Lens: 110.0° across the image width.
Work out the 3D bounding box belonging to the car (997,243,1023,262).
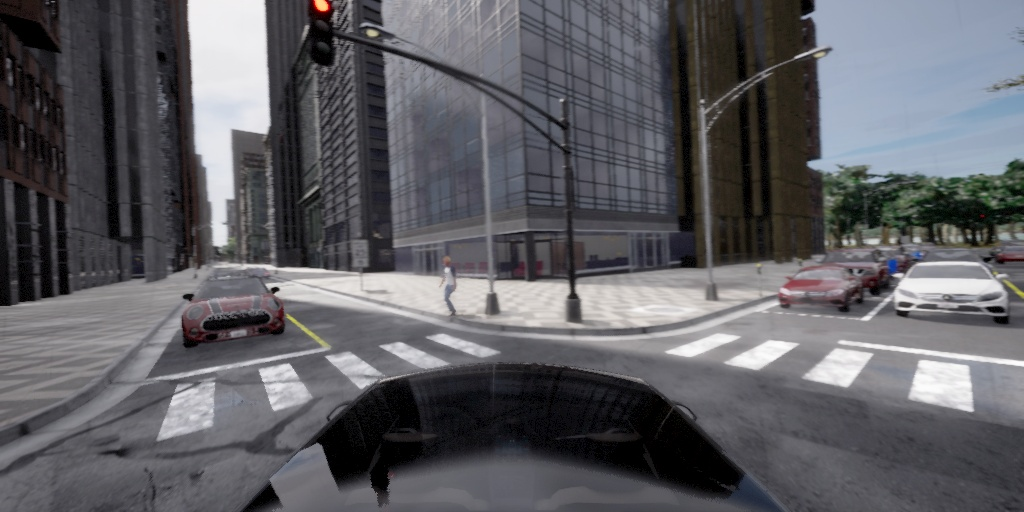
[{"bbox_3d":[40.325,-0.098,28.667,4.181,1.385,1.994,-2,0,-39],"label":"car"}]

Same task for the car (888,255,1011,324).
[{"bbox_3d":[12.307,0.866,10.126,4.674,1.442,1.812,-2,0,-39],"label":"car"}]

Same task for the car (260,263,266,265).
[{"bbox_3d":[-36.461,2.211,50.530,2.128,1.511,4.902,-3,1,-38],"label":"car"}]

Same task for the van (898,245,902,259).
[{"bbox_3d":[19.301,0.456,19.183,3.998,1.789,1.690,0,0,-39],"label":"van"}]

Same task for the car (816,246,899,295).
[{"bbox_3d":[14.885,0.583,15.613,5.009,1.841,2.192,0,0,-39],"label":"car"}]

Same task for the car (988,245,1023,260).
[{"bbox_3d":[48.161,-0.343,35.001,4.718,1.301,1.895,-2,0,-39],"label":"car"}]

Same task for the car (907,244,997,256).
[{"bbox_3d":[19.203,0.455,15.709,4.553,1.767,2.097,-2,0,-39],"label":"car"}]

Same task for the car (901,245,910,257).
[{"bbox_3d":[23.716,0.275,22.753,5.009,1.841,2.192,0,0,-39],"label":"car"}]

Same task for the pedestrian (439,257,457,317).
[{"bbox_3d":[-1.839,0.884,10.822,0.375,1.860,0.375,-2,0,-39],"label":"pedestrian"}]

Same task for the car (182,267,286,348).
[{"bbox_3d":[-8.144,1.359,10.537,2.097,1.767,4.553,-3,1,-39],"label":"car"}]

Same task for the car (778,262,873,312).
[{"bbox_3d":[10.470,1.002,12.043,4.207,1.307,1.802,0,0,-39],"label":"car"}]
